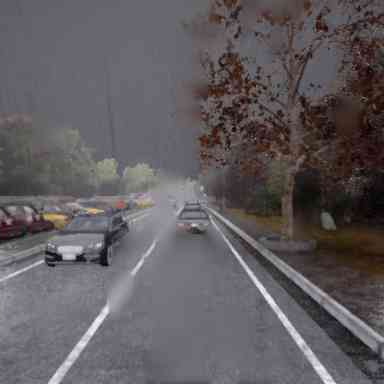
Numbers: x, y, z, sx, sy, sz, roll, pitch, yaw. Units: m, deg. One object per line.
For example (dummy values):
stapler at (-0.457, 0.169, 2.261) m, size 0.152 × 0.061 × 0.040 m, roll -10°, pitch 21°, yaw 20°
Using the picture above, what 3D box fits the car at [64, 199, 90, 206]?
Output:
car at (-23.341, 2.164, 67.600) m, size 4.674 × 1.452 × 2.002 m, roll 0°, pitch -1°, yaw 0°

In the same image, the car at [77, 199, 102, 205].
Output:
car at (-23.332, 2.264, 75.787) m, size 5.008 × 1.535 × 2.097 m, roll 0°, pitch -1°, yaw 0°

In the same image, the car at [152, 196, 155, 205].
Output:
car at (-10.451, 2.073, 64.803) m, size 5.366 × 1.575 × 1.946 m, roll 0°, pitch -1°, yaw 0°

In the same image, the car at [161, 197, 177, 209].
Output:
car at (-3.410, 1.903, 52.595) m, size 1.812 × 1.442 × 4.674 m, roll 0°, pitch -1°, yaw 0°

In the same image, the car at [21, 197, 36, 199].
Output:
car at (-23.368, 1.755, 42.682) m, size 5.008 × 1.535 × 2.097 m, roll 0°, pitch 0°, yaw 0°

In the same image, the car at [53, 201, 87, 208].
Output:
car at (-10.291, 1.591, 23.173) m, size 4.892 × 1.521 × 2.231 m, roll 0°, pitch 0°, yaw 0°

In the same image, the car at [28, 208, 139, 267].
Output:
car at (-3.356, 1.508, 11.535) m, size 2.128 × 1.511 × 4.902 m, roll 0°, pitch 0°, yaw 0°

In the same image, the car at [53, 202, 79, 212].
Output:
car at (-10.114, 1.563, 20.397) m, size 5.366 × 1.575 × 1.946 m, roll 0°, pitch 0°, yaw 0°

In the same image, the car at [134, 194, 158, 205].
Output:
car at (-10.292, 1.872, 67.583) m, size 5.566 × 2.045 × 2.435 m, roll 0°, pitch -1°, yaw 0°

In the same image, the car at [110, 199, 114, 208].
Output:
car at (-10.262, 1.690, 31.501) m, size 4.792 × 1.488 × 2.163 m, roll 0°, pitch 0°, yaw 0°

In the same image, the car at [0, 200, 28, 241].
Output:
car at (-10.272, 1.393, 14.846) m, size 4.553 × 1.767 × 2.185 m, roll 0°, pitch 0°, yaw 0°

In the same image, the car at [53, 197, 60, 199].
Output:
car at (-23.385, 1.874, 50.859) m, size 4.792 × 1.488 × 2.163 m, roll 0°, pitch -1°, yaw 0°

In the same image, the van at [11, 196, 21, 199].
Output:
van at (-23.481, 1.506, 39.914) m, size 4.442 × 1.987 × 1.878 m, roll 0°, pitch -1°, yaw 0°

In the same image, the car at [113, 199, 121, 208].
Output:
car at (-10.260, 1.713, 34.277) m, size 4.792 × 1.488 × 2.163 m, roll 0°, pitch 0°, yaw 0°

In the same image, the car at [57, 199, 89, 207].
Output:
car at (-23.160, 2.073, 64.831) m, size 5.366 × 1.575 × 1.946 m, roll 0°, pitch -1°, yaw 0°

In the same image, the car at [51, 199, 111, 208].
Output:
car at (-10.108, 1.633, 28.725) m, size 5.366 × 1.575 × 1.946 m, roll 0°, pitch 0°, yaw 0°

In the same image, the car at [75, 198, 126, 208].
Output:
car at (-10.258, 1.737, 37.053) m, size 4.792 × 1.488 × 2.163 m, roll 0°, pitch 0°, yaw 0°

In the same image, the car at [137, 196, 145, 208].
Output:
car at (-10.462, 1.843, 50.926) m, size 5.366 × 1.575 × 1.946 m, roll 0°, pitch -1°, yaw 0°

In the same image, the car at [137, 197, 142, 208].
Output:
car at (-10.273, 1.811, 48.159) m, size 4.892 × 1.521 × 2.231 m, roll 0°, pitch -1°, yaw 0°

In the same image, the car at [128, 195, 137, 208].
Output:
car at (-10.312, 1.655, 45.381) m, size 4.553 × 1.767 × 2.185 m, roll 0°, pitch -1°, yaw 0°

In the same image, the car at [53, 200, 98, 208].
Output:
car at (-10.302, 1.614, 25.950) m, size 4.892 × 1.521 × 2.231 m, roll 0°, pitch 0°, yaw 0°

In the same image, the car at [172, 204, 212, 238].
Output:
car at (0.087, 1.594, 17.867) m, size 2.033 × 1.411 × 5.357 m, roll 0°, pitch 0°, yaw 0°

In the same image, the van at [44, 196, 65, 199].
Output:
van at (-23.471, 1.660, 53.633) m, size 4.442 × 1.987 × 1.878 m, roll 0°, pitch -1°, yaw 0°

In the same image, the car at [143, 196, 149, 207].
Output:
car at (-10.089, 1.882, 53.578) m, size 5.366 × 1.575 × 1.946 m, roll 0°, pitch -1°, yaw 0°

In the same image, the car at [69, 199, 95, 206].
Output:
car at (-23.312, 2.201, 70.370) m, size 4.792 × 1.488 × 2.163 m, roll 0°, pitch -1°, yaw 0°

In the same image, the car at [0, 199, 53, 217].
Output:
car at (-10.270, 1.417, 17.622) m, size 4.553 × 1.767 × 2.185 m, roll 0°, pitch 0°, yaw 0°

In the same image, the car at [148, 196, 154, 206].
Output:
car at (-10.085, 1.977, 59.251) m, size 5.366 × 1.575 × 1.946 m, roll 0°, pitch -1°, yaw 0°

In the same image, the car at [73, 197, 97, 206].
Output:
car at (-23.371, 2.091, 73.018) m, size 4.553 × 1.767 × 2.185 m, roll 0°, pitch -1°, yaw 0°

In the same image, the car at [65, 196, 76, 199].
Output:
car at (-23.379, 1.730, 59.297) m, size 5.566 × 2.045 × 2.435 m, roll 0°, pitch -1°, yaw 0°

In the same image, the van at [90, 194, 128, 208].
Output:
van at (-10.402, 1.505, 39.832) m, size 4.442 × 1.987 × 1.878 m, roll 0°, pitch 0°, yaw 0°

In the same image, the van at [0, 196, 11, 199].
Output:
van at (-23.250, 1.482, 37.144) m, size 4.442 × 1.987 × 1.878 m, roll 0°, pitch 0°, yaw 0°

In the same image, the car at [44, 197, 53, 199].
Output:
car at (-23.387, 1.840, 48.219) m, size 4.792 × 1.488 × 2.163 m, roll 0°, pitch -1°, yaw 0°

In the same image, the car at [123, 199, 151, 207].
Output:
car at (-10.274, 2.029, 62.026) m, size 4.892 × 1.521 × 2.231 m, roll 0°, pitch -1°, yaw 0°

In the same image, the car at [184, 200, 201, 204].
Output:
car at (0.057, 1.718, 38.423) m, size 2.128 × 1.511 × 4.902 m, roll 0°, pitch -1°, yaw 0°

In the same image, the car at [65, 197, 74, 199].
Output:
car at (-23.324, 1.963, 56.523) m, size 4.792 × 1.488 × 2.163 m, roll 0°, pitch -1°, yaw 0°

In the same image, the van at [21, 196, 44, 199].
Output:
van at (-23.252, 1.556, 45.470) m, size 4.442 × 1.987 × 1.878 m, roll 0°, pitch -1°, yaw 0°

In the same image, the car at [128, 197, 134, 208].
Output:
car at (-10.312, 1.784, 42.606) m, size 4.792 × 1.488 × 2.163 m, roll 0°, pitch 0°, yaw 0°
